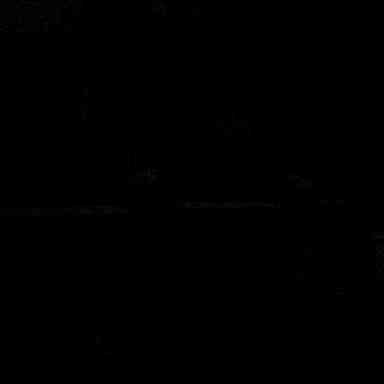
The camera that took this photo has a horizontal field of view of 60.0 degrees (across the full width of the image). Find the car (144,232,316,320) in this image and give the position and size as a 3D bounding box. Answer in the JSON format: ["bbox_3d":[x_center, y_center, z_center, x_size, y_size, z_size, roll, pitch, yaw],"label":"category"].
[{"bbox_3d":[1.015,1.582,7.273,4.206,1.307,1.802,0,0,-35],"label":"car"}]

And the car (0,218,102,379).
[{"bbox_3d":[-3.615,1.315,3.979,5.009,1.841,2.192,0,0,-35],"label":"car"}]
